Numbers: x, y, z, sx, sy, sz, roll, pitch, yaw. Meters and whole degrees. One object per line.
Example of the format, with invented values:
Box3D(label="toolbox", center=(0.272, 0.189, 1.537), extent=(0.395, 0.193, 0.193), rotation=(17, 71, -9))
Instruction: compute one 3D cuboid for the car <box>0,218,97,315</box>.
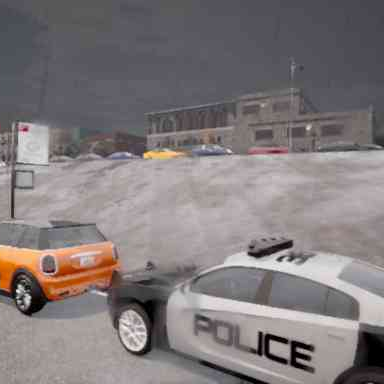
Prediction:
Box3D(label="car", center=(-3.827, 1.410, 7.953), extent=(4.553, 1.767, 2.097), rotation=(0, -1, 36))

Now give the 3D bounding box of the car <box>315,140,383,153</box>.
Box3D(label="car", center=(11.854, -3.211, 25.264), extent=(4.674, 1.452, 2.002), rotation=(1, 0, 29))

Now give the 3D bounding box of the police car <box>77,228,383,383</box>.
Box3D(label="police car", center=(0.917, 1.463, 4.504), extent=(5.238, 1.638, 1.930), rotation=(0, -1, 36))

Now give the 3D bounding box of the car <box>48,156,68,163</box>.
Box3D(label="car", center=(-16.521, -3.887, 42.807), extent=(4.892, 1.521, 2.231), rotation=(1, 0, 35))

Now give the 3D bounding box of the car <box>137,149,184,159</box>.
Box3D(label="car", center=(-2.679, -3.588, 33.622), extent=(5.008, 1.535, 2.097), rotation=(1, 0, 32))

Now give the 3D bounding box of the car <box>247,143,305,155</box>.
Box3D(label="car", center=(7.015, -3.333, 27.916), extent=(4.792, 1.488, 2.163), rotation=(1, 0, 30))

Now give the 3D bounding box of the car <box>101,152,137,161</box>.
Box3D(label="car", center=(-7.364, -3.658, 36.594), extent=(4.674, 1.452, 2.002), rotation=(1, 0, 34))

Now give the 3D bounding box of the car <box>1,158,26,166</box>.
Box3D(label="car", center=(-25.505, -4.157, 49.048), extent=(4.553, 1.767, 2.185), rotation=(1, 0, 35))

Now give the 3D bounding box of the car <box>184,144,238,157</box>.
Box3D(label="car", center=(2.049, -3.603, 30.763), extent=(4.553, 1.767, 2.185), rotation=(1, 0, 31))

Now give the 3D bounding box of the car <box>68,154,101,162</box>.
Box3D(label="car", center=(-11.983, -3.802, 39.665), extent=(4.892, 1.521, 2.231), rotation=(1, 0, 35))
